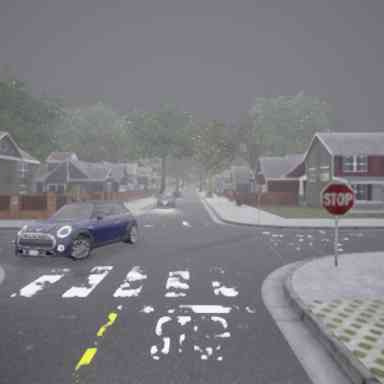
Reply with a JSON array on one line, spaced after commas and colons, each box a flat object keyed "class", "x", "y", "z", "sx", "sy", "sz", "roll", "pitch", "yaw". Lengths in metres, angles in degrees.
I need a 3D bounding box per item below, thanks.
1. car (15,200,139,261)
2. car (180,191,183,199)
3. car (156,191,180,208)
[{"class": "car", "x": -3.757, "y": 1.124, "z": 11.625, "sx": 2.097, "sy": 1.767, "sz": 4.553, "roll": -1, "pitch": 0, "yaw": 20}, {"class": "car", "x": -2.683, "y": 0.476, "z": 61.063, "sx": 1.994, "sy": 1.385, "sz": 4.181, "roll": 0, "pitch": 1, "yaw": 0}, {"class": "car", "x": -2.710, "y": 0.879, "z": 35.842, "sx": 2.128, "sy": 1.511, "sz": 4.902, "roll": 0, "pitch": 1, "yaw": 0}]
